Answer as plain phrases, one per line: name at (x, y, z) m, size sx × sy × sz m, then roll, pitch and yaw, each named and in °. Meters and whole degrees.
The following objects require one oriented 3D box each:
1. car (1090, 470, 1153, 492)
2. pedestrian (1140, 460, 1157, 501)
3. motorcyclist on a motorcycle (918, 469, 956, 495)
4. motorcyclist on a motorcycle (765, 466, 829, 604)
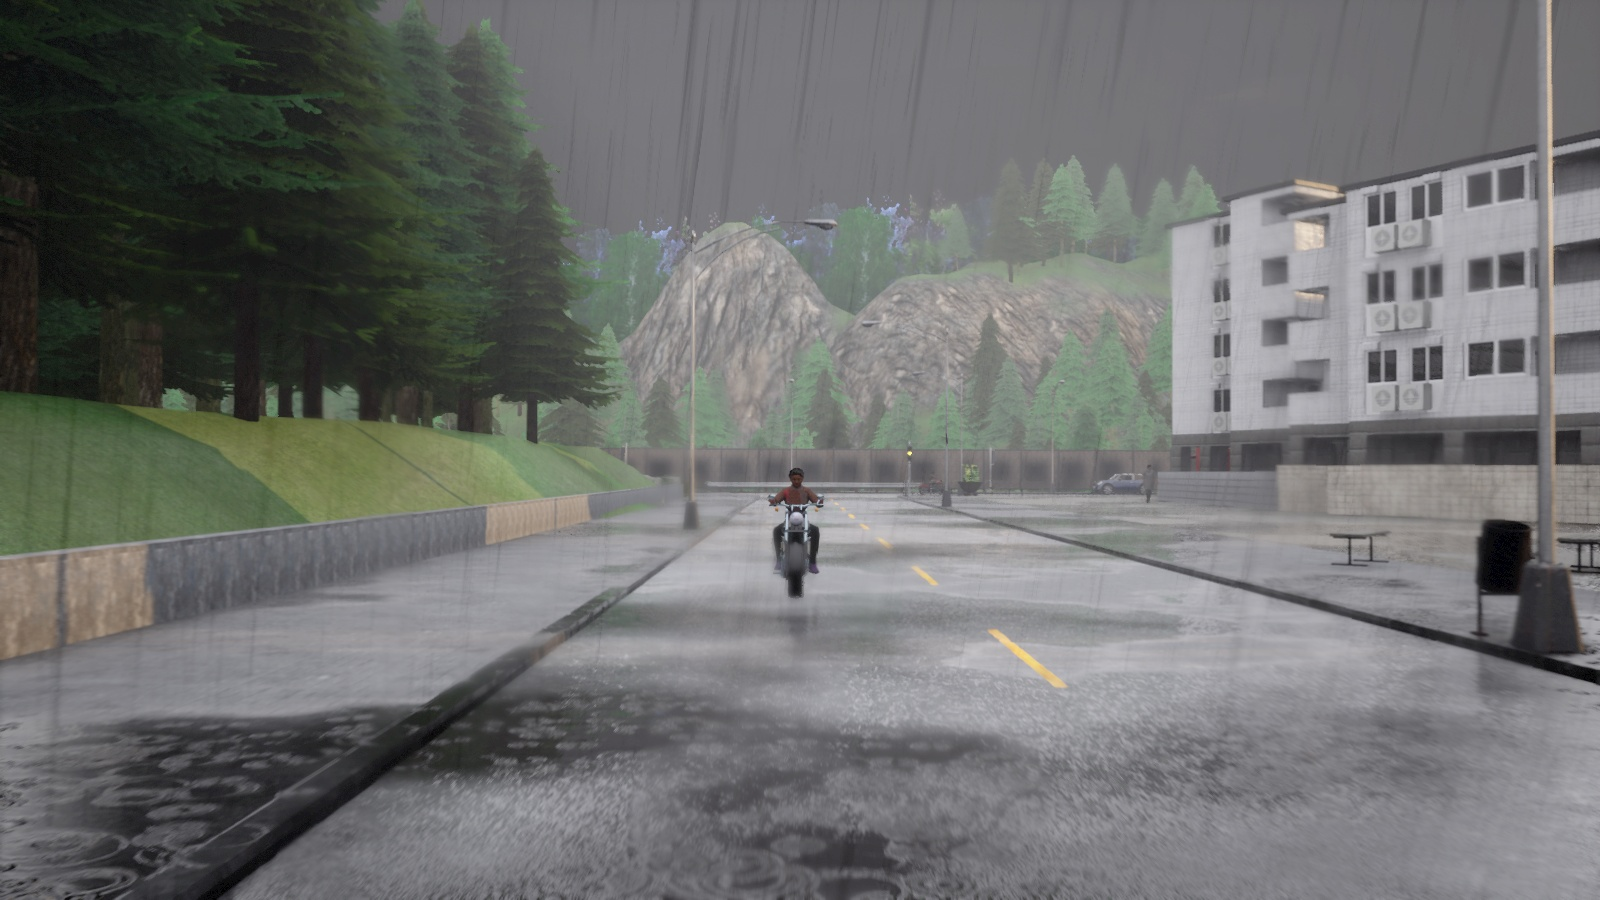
car at (22.171, 2.143, 86.740) m, size 3.806 × 1.475 × 1.970 m, roll 0°, pitch -1°, yaw 0°
pedestrian at (17.051, 1.485, 61.440) m, size 0.659 × 1.952 × 0.873 m, roll 0°, pitch -1°, yaw 9°
motorcyclist on a motorcycle at (8.949, 2.106, 82.222) m, size 2.350 × 1.649 × 0.766 m, roll 0°, pitch 1°, yaw -21°
motorcyclist on a motorcycle at (-0.038, 1.037, 16.264) m, size 0.766 × 1.649 × 2.350 m, roll 0°, pitch -1°, yaw 0°
